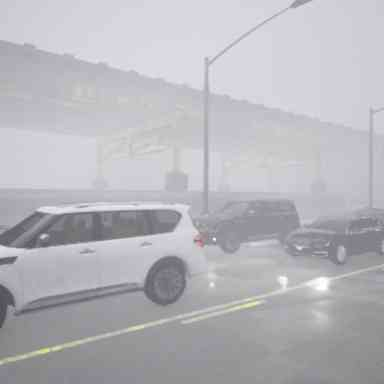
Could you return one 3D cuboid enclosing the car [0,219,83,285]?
[{"bbox_3d":[-5.315,1.569,8.799,4.181,1.385,1.994,1,0,-36],"label":"car"}]

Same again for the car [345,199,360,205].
[{"bbox_3d":[22.068,1.648,49.982,4.536,1.218,1.853,0,0,8],"label":"car"}]

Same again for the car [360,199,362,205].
[{"bbox_3d":[22.119,1.806,49.974,4.974,1.542,2.038,0,0,8],"label":"car"}]

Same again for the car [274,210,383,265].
[{"bbox_3d":[5.452,1.591,12.185,4.892,1.490,1.837,1,0,-35],"label":"car"}]

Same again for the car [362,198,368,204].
[{"bbox_3d":[25.862,1.840,52.661,2.038,1.542,4.974,0,0,18],"label":"car"}]

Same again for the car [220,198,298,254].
[{"bbox_3d":[2.342,1.297,14.265,5.566,2.045,2.150,1,0,-35],"label":"car"}]

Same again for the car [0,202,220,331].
[{"bbox_3d":[-2.320,1.236,6.638,5.566,2.045,2.150,1,0,-36],"label":"car"}]

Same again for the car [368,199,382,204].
[{"bbox_3d":[29.721,1.723,56.416,4.536,1.218,1.853,0,0,-7],"label":"car"}]

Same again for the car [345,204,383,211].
[{"bbox_3d":[10.680,1.700,20.215,5.357,1.411,2.033,1,0,-36],"label":"car"}]

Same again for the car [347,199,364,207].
[{"bbox_3d":[25.879,1.683,52.711,1.853,1.218,4.536,0,0,18],"label":"car"}]

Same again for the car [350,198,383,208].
[{"bbox_3d":[29.771,1.881,56.422,4.974,1.542,2.038,0,0,-7],"label":"car"}]
